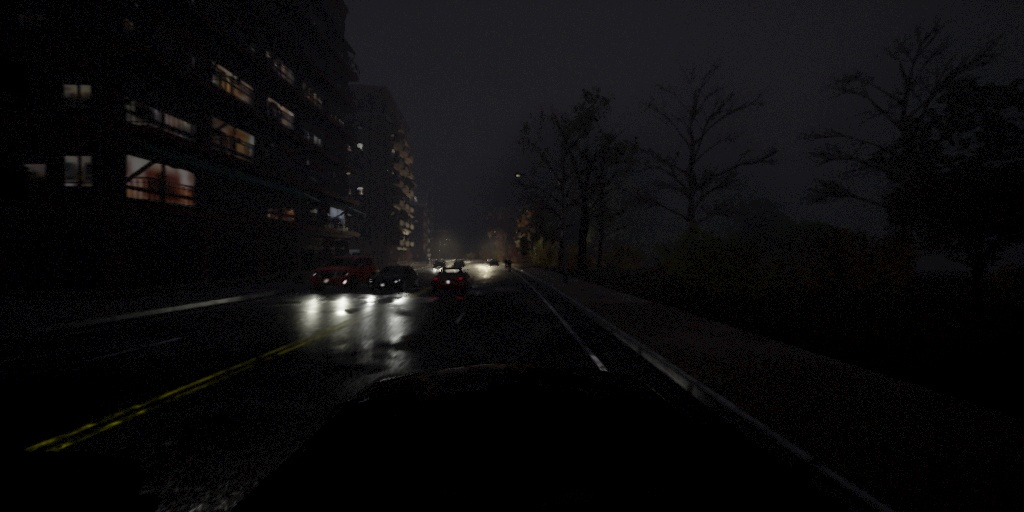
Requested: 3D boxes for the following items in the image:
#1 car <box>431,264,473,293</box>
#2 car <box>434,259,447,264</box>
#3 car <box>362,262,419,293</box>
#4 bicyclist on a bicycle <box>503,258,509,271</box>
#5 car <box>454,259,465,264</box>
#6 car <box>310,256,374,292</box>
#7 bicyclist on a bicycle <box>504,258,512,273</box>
[{"bbox_3d":[-3.426,1.336,20.958,1.994,1.385,4.181,0,0,-2],"label":"car"},{"bbox_3d":[-12.376,1.312,61.843,2.128,1.511,4.902,0,0,-4],"label":"car"},{"bbox_3d":[-6.879,1.283,21.277,1.837,1.490,4.892,0,0,-2],"label":"car"},{"bbox_3d":[-0.852,1.155,51.413,0.659,1.776,1.843,0,0,-4],"label":"bicyclist on a bicycle"},{"bbox_3d":[-9.187,1.299,62.684,2.128,1.511,4.902,0,0,-4],"label":"car"},{"bbox_3d":[-10.151,1.009,22.203,2.150,2.045,5.566,0,0,-2],"label":"car"},{"bbox_3d":[-0.269,1.151,42.355,0.659,1.776,1.843,0,0,-3],"label":"bicyclist on a bicycle"}]
